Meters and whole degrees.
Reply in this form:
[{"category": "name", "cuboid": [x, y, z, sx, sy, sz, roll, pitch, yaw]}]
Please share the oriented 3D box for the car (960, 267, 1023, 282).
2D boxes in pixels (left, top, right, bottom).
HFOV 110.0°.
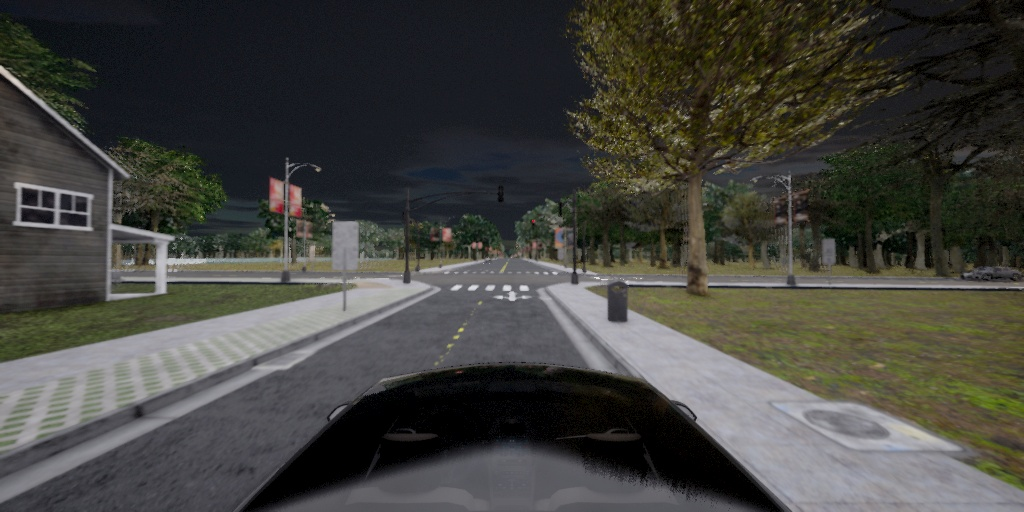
[{"category": "car", "cuboid": [49.336, 1.842, 36.972, 4.902, 1.511, 2.128, 1, -1, 1]}]
